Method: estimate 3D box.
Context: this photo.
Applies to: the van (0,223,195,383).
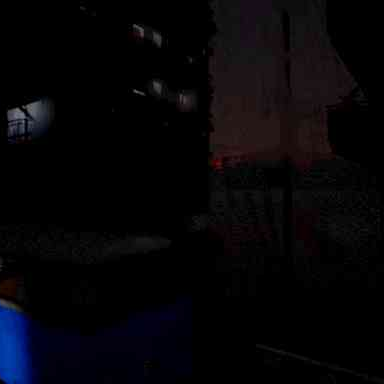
[{"bbox_3d":[-1.872,1.360,4.211,3.998,1.788,1.690,0,0,35],"label":"van"}]
